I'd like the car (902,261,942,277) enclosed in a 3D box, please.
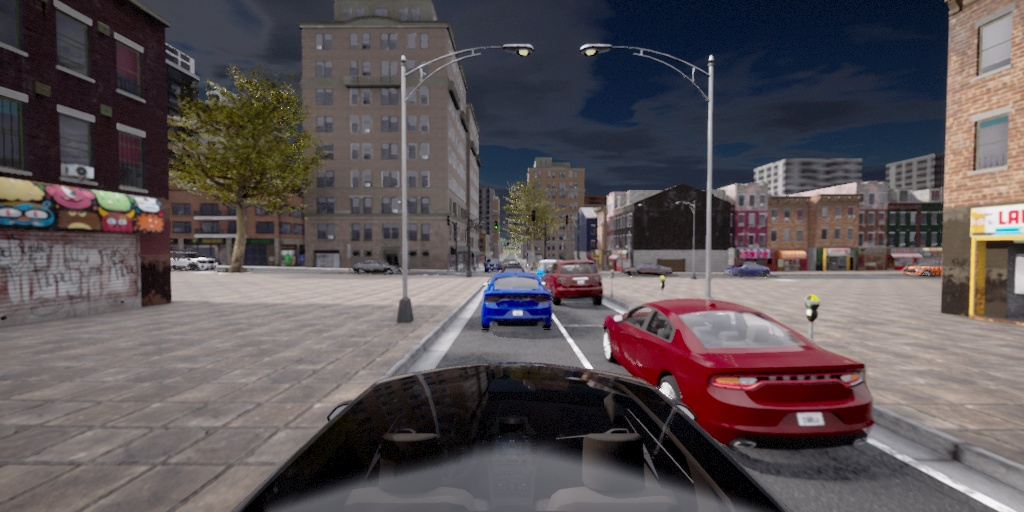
[{"bbox_3d":[46.180,1.364,39.668,4.553,1.767,2.097,-1,1,0],"label":"car"}]

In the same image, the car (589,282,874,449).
[{"bbox_3d":[2.639,1.299,5.374,1.888,1.381,4.507,0,0,0],"label":"car"}]

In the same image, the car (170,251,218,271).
[{"bbox_3d":[-33.505,0.547,36.769,5.566,2.045,2.150,1,1,0],"label":"car"}]

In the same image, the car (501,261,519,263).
[{"bbox_3d":[0.140,1.321,42.666,2.128,1.511,4.902,0,-1,0],"label":"car"}]

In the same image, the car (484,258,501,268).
[{"bbox_3d":[-2.785,1.354,52.604,2.150,2.045,5.566,0,-2,1],"label":"car"}]

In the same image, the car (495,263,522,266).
[{"bbox_3d":[0.105,1.360,22.981,1.994,1.385,4.181,0,0,0],"label":"car"}]

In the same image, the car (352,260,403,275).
[{"bbox_3d":[-13.771,1.183,36.781,4.902,1.511,2.128,1,1,0],"label":"car"}]

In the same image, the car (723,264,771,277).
[{"bbox_3d":[26.012,1.562,39.742,4.674,1.442,1.812,0,1,0],"label":"car"}]

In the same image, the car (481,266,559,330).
[{"bbox_3d":[0.085,1.242,11.249,1.882,1.535,5.008,0,0,-1],"label":"car"}]

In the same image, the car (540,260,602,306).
[{"bbox_3d":[2.644,1.090,15.954,2.192,1.841,5.009,0,0,0],"label":"car"}]

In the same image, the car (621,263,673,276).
[{"bbox_3d":[14.940,1.499,39.742,5.357,1.411,2.033,0,1,0],"label":"car"}]
